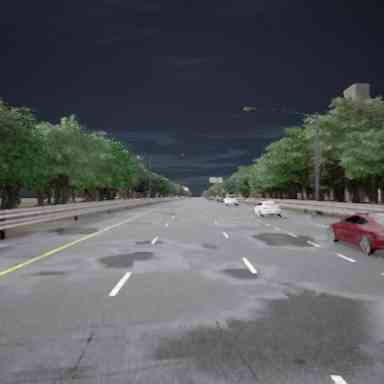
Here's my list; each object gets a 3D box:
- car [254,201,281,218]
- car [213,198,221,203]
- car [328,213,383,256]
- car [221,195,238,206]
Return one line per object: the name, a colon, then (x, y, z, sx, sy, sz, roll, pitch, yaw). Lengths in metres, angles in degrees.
car: (7.057, 1.594, 31.253, 1.812, 1.442, 4.674, 0, 0, 0)
car: (7.441, 2.249, 88.794, 1.812, 1.442, 4.674, 0, -1, 1)
car: (7.013, 1.532, 13.046, 1.812, 1.442, 4.674, 0, 0, 0)
car: (7.214, 1.585, 61.709, 2.150, 2.045, 5.566, 0, -1, 0)
